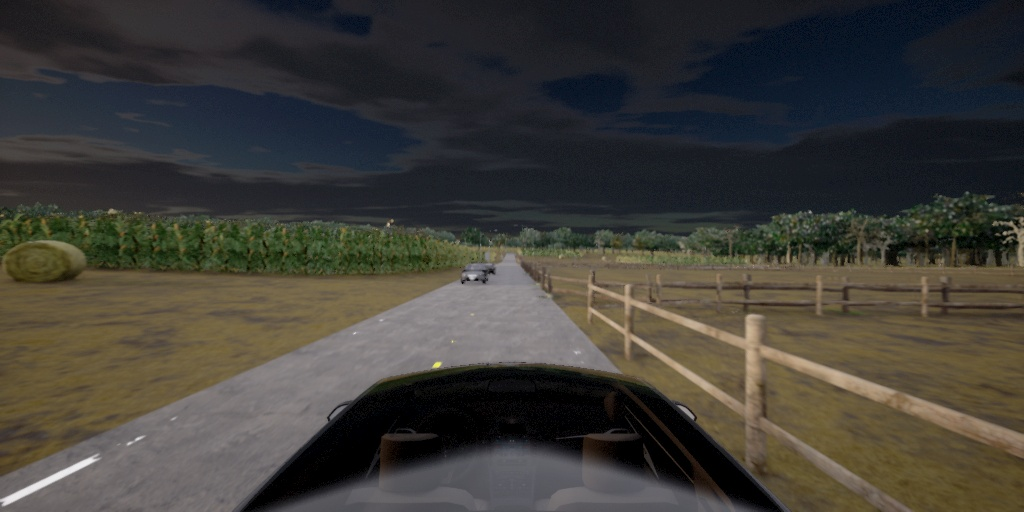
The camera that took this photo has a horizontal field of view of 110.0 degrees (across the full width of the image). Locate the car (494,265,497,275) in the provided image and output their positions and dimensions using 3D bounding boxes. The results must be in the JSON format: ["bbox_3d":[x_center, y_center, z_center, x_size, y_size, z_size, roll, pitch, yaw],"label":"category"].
[{"bbox_3d":[-2.759,1.449,40.283,1.895,1.301,4.718,0,0,0],"label":"car"}]

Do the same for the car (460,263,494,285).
[{"bbox_3d":[-2.760,1.313,27.437,2.128,1.511,4.902,0,0,0],"label":"car"}]
